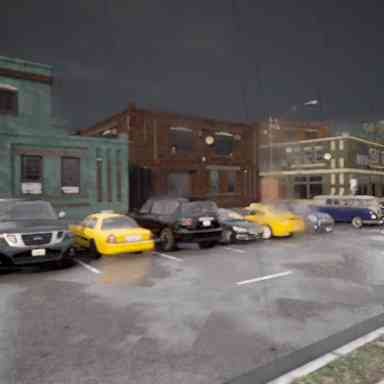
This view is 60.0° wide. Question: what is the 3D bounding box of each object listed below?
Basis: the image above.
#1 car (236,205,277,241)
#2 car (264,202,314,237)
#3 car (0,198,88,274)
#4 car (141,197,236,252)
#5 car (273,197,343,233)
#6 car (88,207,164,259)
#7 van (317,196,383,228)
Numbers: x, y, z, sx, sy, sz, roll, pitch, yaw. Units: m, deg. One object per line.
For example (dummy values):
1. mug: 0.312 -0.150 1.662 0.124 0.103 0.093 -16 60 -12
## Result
1. car: 1.266 1.477 15.869 2.231 1.521 4.892 0 0 -35
2. car: 3.435 1.476 17.399 2.097 1.535 5.008 0 0 -35
3. car: -5.607 1.226 10.931 2.435 2.045 5.566 0 0 -35
4. car: -1.010 1.224 14.276 2.435 2.045 5.566 0 0 -35
5. car: 5.779 1.351 19.113 2.185 1.767 4.553 0 0 -35
6. car: -3.365 1.473 12.790 1.946 1.575 5.366 0 0 -35
7. van: 10.293 1.245 22.146 1.878 1.987 4.442 0 0 -35
